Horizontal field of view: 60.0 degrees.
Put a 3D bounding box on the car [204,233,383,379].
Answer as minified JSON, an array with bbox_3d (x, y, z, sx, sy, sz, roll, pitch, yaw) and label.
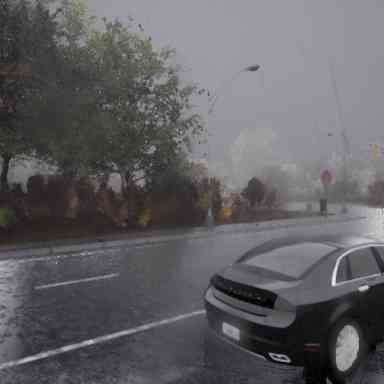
[{"bbox_3d":[2.450,1.452,5.490,4.892,1.490,1.837,0,0,-35],"label":"car"}]

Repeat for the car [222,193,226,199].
[{"bbox_3d":[5.174,1.006,49.032,2.097,1.767,4.553,-1,1,-32],"label":"car"}]
